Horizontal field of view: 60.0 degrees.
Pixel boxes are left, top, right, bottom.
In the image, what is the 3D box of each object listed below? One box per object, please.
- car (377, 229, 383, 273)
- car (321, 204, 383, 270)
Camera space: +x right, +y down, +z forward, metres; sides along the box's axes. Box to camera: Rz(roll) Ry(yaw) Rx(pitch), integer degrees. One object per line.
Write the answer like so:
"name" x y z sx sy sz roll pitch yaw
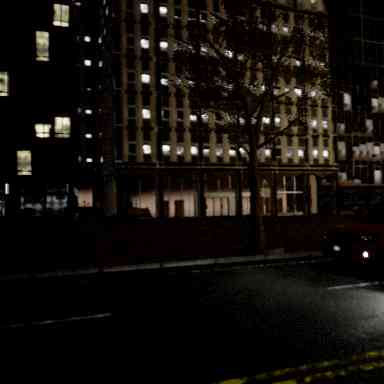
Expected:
"car" 7.505 1.629 8.043 5.357 1.411 2.033 -1 -2 -17
"car" 7.193 1.402 11.362 5.566 2.045 2.150 0 -2 -18
